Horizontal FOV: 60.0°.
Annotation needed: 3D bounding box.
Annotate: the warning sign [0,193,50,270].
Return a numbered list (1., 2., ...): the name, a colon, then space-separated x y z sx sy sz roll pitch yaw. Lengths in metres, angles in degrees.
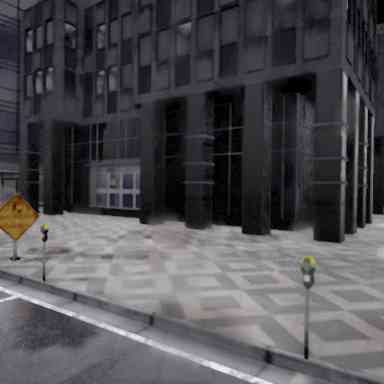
1. warning sign: -4.745 0.964 8.968 1.060 1.860 1.300 1 1 34
